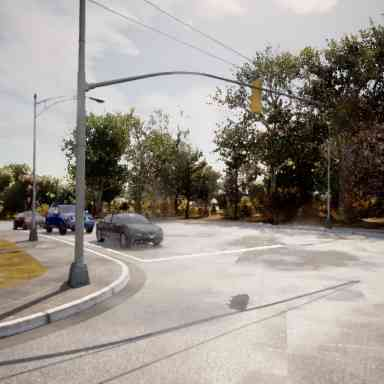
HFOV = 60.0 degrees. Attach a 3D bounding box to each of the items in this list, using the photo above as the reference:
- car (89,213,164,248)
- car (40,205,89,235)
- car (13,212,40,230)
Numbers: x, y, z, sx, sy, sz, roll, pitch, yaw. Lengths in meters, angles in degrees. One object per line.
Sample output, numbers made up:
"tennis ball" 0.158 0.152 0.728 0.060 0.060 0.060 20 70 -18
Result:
"car" -3.202 1.801 16.450 1.837 1.490 4.892 1 -3 -37
"car" -9.102 1.955 24.431 2.150 2.045 5.566 1 -4 -38
"car" -15.637 2.704 32.187 2.097 1.767 4.553 1 -4 -43
